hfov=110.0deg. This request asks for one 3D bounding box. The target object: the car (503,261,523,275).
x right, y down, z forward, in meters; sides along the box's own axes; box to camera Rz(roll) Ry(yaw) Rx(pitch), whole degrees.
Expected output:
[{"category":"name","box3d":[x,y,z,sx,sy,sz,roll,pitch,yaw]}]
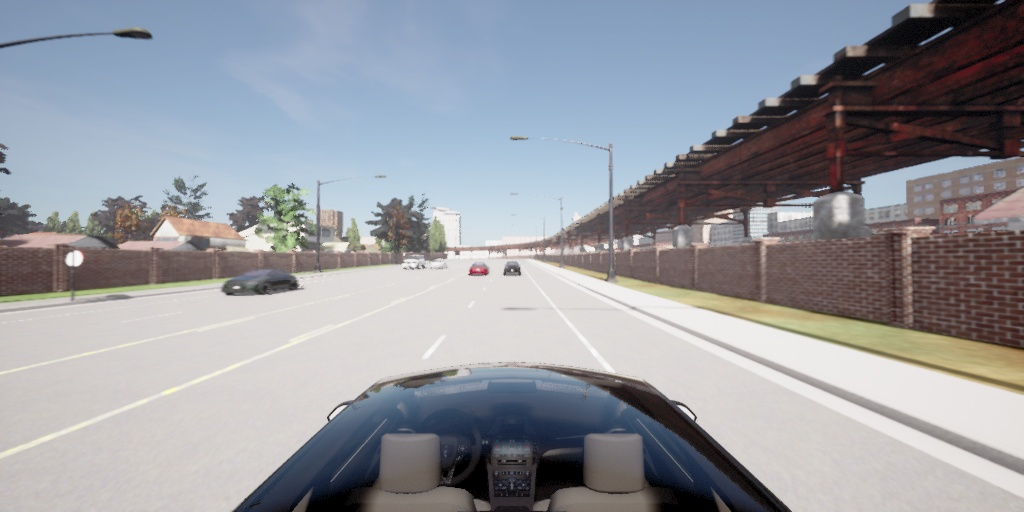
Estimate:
[{"category":"car","box3d":[0.049,1.272,38.754,1.812,1.442,4.674,0,1,1]}]

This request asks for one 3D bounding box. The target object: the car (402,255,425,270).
[{"category":"car","box3d":[-14.064,0.876,51.596,2.150,2.045,5.566,0,0,0]}]

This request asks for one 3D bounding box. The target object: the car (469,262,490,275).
[{"category":"car","box3d":[-3.453,1.314,38.424,1.994,1.385,4.181,0,1,0]}]

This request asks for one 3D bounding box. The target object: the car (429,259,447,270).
[{"category":"car","box3d":[-10.570,1.180,51.708,1.812,1.442,4.674,0,0,0]}]

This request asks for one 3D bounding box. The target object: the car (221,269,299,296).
[{"category":"car","box3d":[-14.069,1.419,20.287,1.994,1.385,4.181,0,0,0]}]
